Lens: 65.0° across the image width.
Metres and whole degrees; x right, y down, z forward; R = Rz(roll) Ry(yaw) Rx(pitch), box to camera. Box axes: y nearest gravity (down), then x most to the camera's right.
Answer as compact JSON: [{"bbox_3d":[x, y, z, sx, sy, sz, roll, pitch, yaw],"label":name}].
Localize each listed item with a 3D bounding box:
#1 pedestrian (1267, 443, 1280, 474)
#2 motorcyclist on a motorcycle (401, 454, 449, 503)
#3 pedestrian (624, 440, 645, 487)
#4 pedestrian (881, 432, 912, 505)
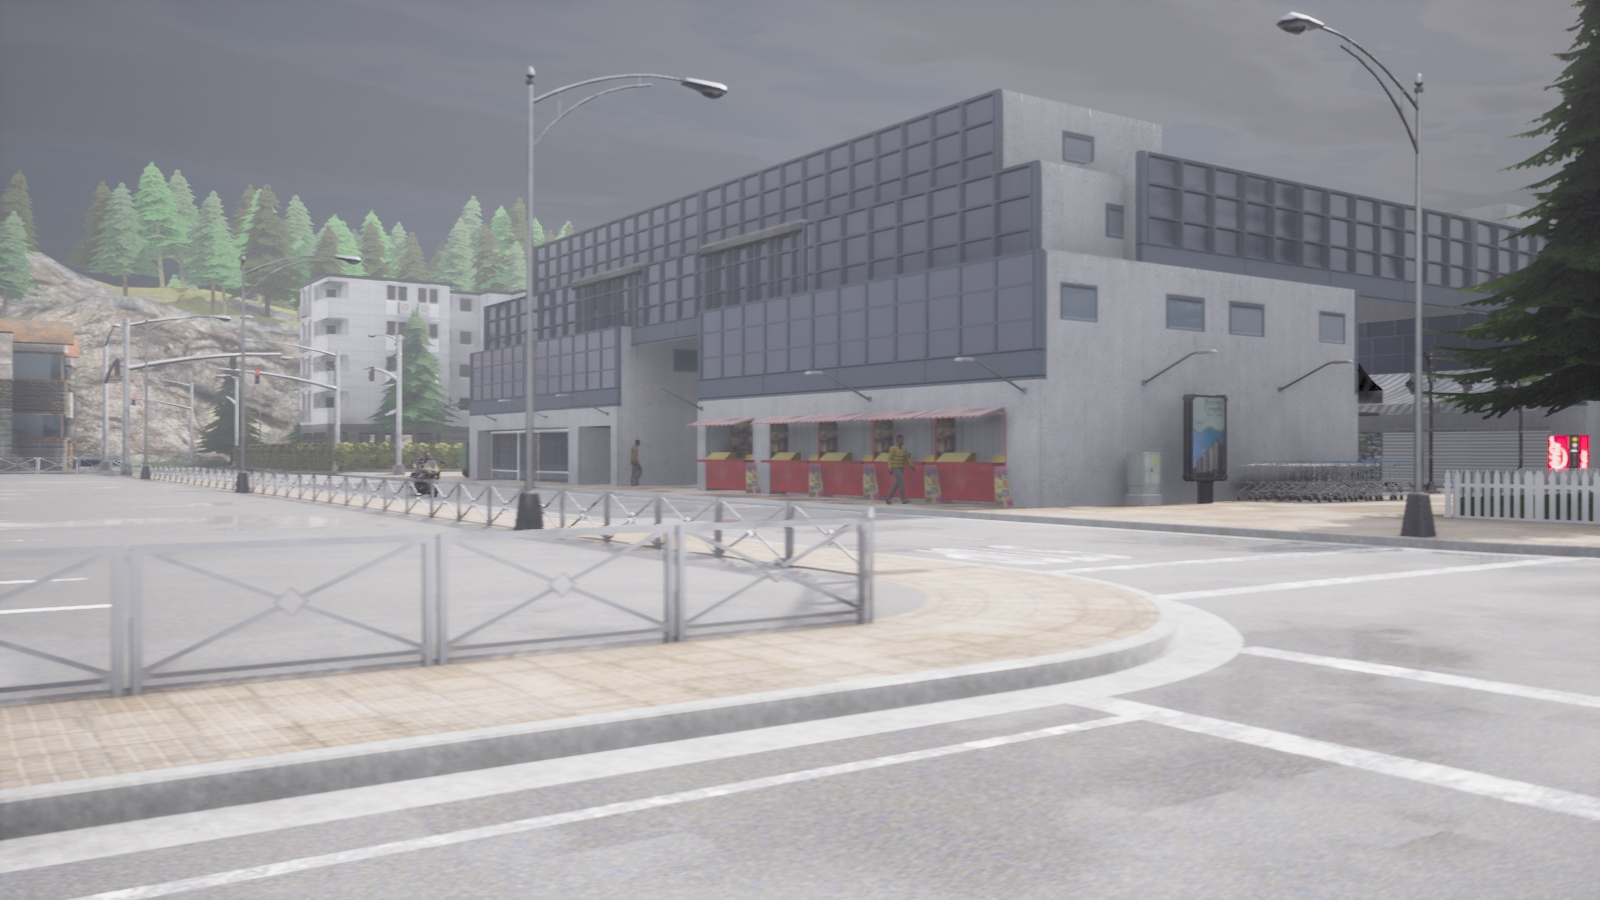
[{"bbox_3d":[27.962,0.513,74.120,0.345,1.836,0.594,0,0,-36],"label":"pedestrian"},{"bbox_3d":[-12.136,0.890,40.624,0.866,1.530,2.191,0,0,-34],"label":"motorcyclist on a motorcycle"},{"bbox_3d":[-6.432,0.515,48.830,0.709,1.840,0.431,0,0,-19],"label":"pedestrian"},{"bbox_3d":[2.435,0.463,31.767,0.431,1.840,0.709,0,0,-37],"label":"pedestrian"}]
